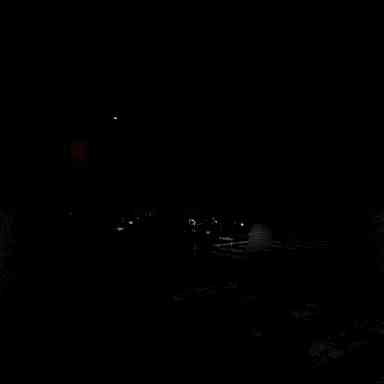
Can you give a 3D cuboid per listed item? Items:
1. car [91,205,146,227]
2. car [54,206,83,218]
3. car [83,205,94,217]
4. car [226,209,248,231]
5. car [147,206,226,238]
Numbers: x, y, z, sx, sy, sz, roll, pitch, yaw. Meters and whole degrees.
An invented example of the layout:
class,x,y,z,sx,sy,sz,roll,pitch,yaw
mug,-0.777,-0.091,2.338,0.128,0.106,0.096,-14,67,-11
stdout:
class,x,y,z,sx,sy,sz,roll,pitch,yaw
car,-6.198,2.014,27.532,2.033,1.411,5.357,0,-1,-35
car,-14.953,2.313,39.543,1.994,1.385,4.181,0,-1,-36
car,-12.796,2.307,42.098,2.033,1.411,5.357,0,-1,-36
car,1.643,1.800,22.302,1.837,1.490,4.892,0,-1,-36
car,-0.457,1.636,19.666,2.097,1.767,4.553,0,-1,-36
